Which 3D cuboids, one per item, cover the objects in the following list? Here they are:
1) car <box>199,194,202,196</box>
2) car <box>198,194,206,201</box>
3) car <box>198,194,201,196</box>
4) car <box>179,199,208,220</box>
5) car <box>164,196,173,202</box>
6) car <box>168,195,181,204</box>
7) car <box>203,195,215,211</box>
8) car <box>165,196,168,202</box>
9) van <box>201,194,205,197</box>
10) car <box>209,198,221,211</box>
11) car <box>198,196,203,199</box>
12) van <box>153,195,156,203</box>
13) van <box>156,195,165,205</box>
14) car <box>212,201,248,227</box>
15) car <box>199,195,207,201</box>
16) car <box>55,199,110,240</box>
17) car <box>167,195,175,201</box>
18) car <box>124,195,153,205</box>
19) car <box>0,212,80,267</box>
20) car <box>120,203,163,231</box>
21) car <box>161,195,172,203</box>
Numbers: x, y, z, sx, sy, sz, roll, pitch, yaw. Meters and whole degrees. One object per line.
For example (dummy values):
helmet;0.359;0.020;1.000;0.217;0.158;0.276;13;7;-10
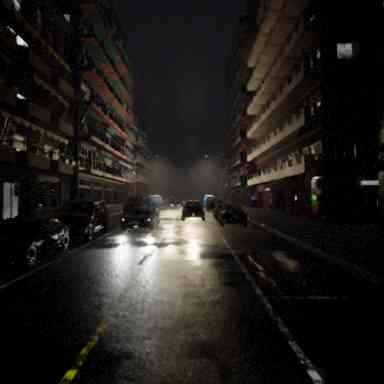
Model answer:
car;2.720;1.633;68.370;1.802;1.307;4.206;1;0;0
car;2.730;1.391;91.108;2.192;1.841;5.009;1;0;0
car;2.721;1.623;74.055;1.947;1.339;4.313;1;0;0
car;0.107;1.543;27.759;1.812;1.442;4.674;0;0;0
car;-5.625;1.630;79.681;1.947;1.339;4.313;1;0;0
car;-3.005;1.593;62.874;2.033;1.411;5.357;0;0;1
car;2.716;1.466;39.946;1.967;1.590;4.097;1;0;0
car;-5.652;1.591;56.942;2.008;1.369;4.403;1;0;0
van;2.720;1.376;51.317;1.690;1.788;3.998;1;0;0
car;2.712;1.544;28.747;1.752;1.417;4.829;1;0;0
car;0.111;1.631;45.901;1.895;1.301;4.718;0;0;0
van;-5.662;1.368;39.888;1.690;1.788;3.998;1;0;0
van;-5.666;1.377;51.258;1.690;1.788;3.998;1;0;0
car;2.710;1.580;22.893;1.947;1.339;4.313;1;0;0
car;2.726;1.510;85.424;1.967;1.590;4.097;1;0;0
car;-5.667;1.326;17.150;2.192;1.841;5.009;1;0;0
car;-5.622;1.621;91.050;1.887;1.381;4.507;1;0;0
car;-5.663;1.337;34.204;2.192;1.841;5.009;1;0;0
car;-5.674;1.573;11.466;1.947;1.339;4.313;1;0;0
car;-3.094;1.613;20.614;1.895;1.301;4.718;0;0;0
car;-5.623;1.498;73.996;1.967;1.590;4.097;1;0;0
